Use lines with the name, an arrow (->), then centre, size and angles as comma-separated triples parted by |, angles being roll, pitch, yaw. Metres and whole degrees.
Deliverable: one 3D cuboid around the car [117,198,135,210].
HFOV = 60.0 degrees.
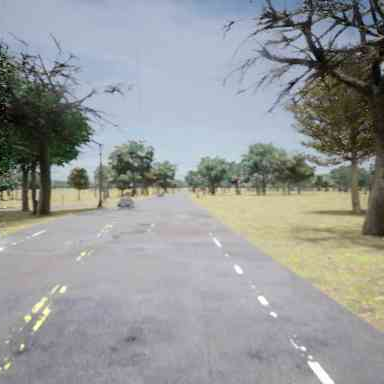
car -> -8.884, 1.539, 44.770 | 1.837, 1.490, 4.892 | 0, 0, -2
